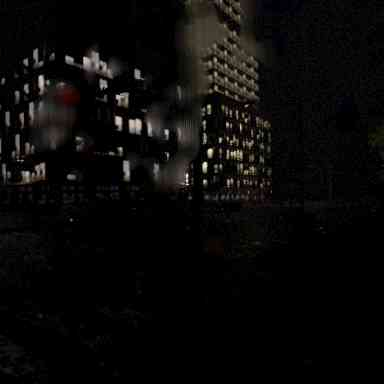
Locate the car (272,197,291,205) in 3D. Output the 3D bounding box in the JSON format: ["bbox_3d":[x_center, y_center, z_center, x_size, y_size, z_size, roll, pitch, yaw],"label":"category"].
[{"bbox_3d":[14.052,1.549,52.219,1.812,1.442,4.674,-2,-1,37],"label":"car"}]

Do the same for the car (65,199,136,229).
[{"bbox_3d":[-6.678,1.568,24.983,2.150,2.045,5.566,-2,-1,35],"label":"car"}]

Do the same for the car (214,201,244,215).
[{"bbox_3d":[4.432,1.866,39.622,1.837,1.490,4.892,-2,-1,37],"label":"car"}]
